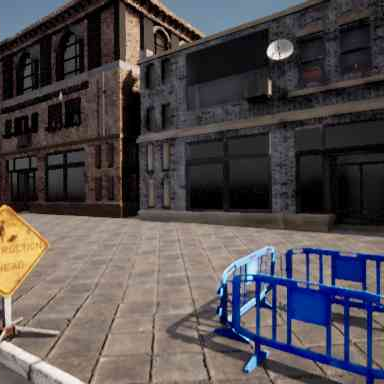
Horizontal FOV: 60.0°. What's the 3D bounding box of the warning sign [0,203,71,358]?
[{"bbox_3d":[-2.604,1.109,4.661,1.060,1.860,1.300,-1,0,35],"label":"warning sign"}]
